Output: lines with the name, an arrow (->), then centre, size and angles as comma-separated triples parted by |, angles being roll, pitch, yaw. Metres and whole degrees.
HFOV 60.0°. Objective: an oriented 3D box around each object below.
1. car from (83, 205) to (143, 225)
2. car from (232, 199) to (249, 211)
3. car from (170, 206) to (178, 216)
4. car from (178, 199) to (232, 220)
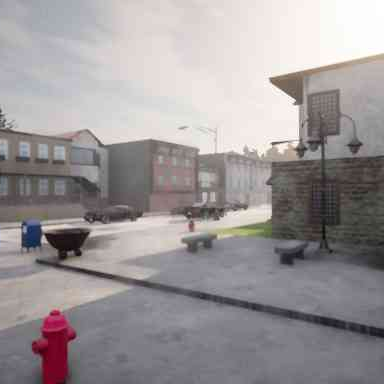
car -> -6.131, 1.747, 26.141 | 1.895, 1.301, 4.718 | -1, 0, 35
car -> 5.521, 1.637, 42.514 | 2.128, 1.511, 4.902 | -1, 0, 36
car -> -0.394, 1.710, 34.221 | 1.994, 1.385, 4.181 | -1, 0, 35
car -> 1.239, 1.593, 29.269 | 1.882, 1.535, 5.008 | -1, 0, 35
